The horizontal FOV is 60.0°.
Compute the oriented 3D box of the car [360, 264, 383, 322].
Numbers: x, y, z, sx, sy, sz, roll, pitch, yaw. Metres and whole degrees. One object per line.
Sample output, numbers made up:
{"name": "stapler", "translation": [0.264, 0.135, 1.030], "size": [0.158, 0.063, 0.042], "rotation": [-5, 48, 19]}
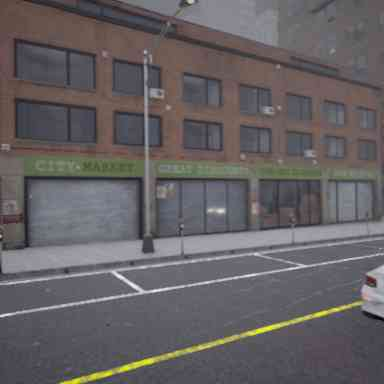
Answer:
{"name": "car", "translation": [4.937, 1.569, 5.915], "size": [4.674, 1.442, 1.812], "rotation": [0, -1, -31]}
